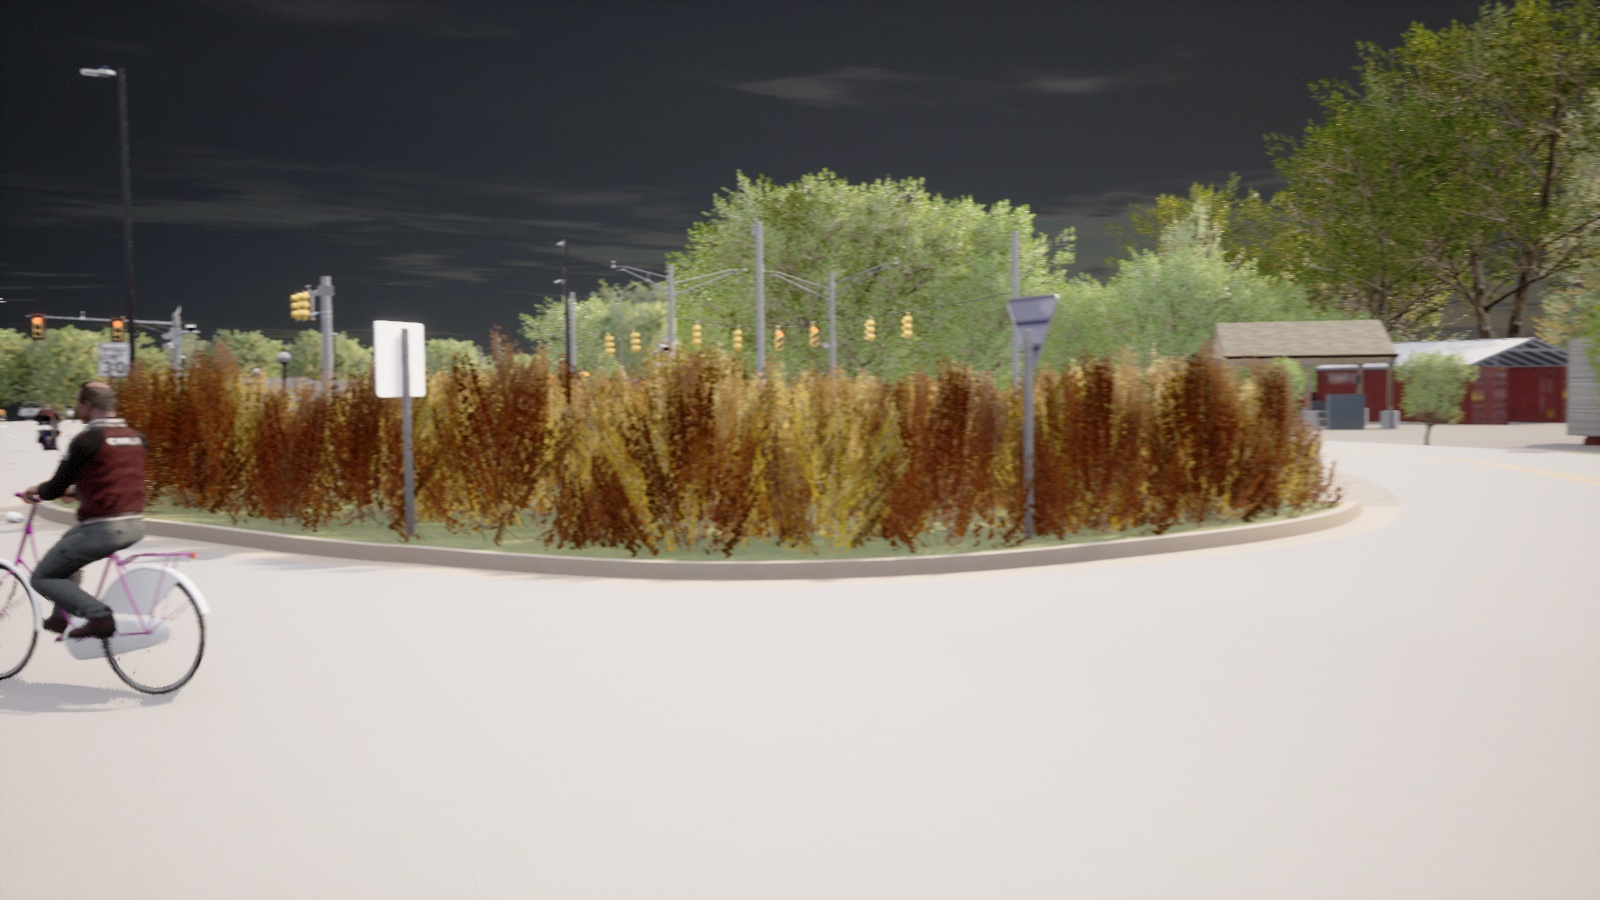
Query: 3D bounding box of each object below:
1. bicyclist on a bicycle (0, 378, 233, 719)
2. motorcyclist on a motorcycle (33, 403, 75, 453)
[{"bbox_3d":[-4.232,0.491,7.136,1.843,1.776,0.659,2,2,16],"label":"bicyclist on a bicycle"},{"bbox_3d":[-23.785,-0.701,40.050,0.866,1.530,2.191,-2,1,-24],"label":"motorcyclist on a motorcycle"}]
